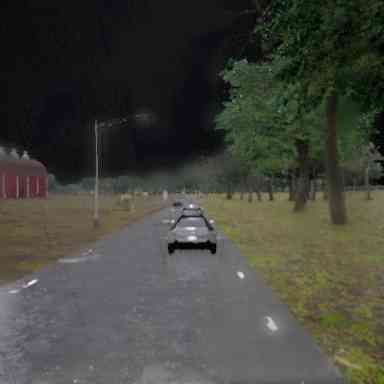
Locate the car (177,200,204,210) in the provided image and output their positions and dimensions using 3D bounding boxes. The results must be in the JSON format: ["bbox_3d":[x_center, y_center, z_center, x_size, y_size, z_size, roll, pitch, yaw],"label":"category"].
[{"bbox_3d":[0.027,1.772,29.310,2.128,1.511,4.902,0,0,0],"label":"car"}]

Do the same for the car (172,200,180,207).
[{"bbox_3d":[-2.735,2.175,63.983,1.895,1.301,4.718,0,0,1],"label":"car"}]

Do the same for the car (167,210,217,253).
[{"bbox_3d":[0.016,1.702,14.352,1.994,1.385,4.181,0,0,0],"label":"car"}]
